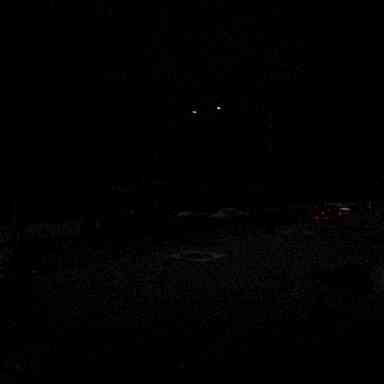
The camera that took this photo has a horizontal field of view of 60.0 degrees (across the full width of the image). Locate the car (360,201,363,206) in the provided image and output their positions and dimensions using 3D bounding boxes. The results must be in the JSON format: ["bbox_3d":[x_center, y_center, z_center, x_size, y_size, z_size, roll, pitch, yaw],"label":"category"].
[{"bbox_3d":[34.163,2.635,70.420,1.947,1.339,4.313,-1,-1,35],"label":"car"}]

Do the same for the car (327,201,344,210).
[{"bbox_3d":[24.695,2.366,57.059,1.752,1.417,4.829,-1,-1,35],"label":"car"}]

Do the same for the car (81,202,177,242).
[{"bbox_3d":[-3.320,1.471,17.530,2.192,1.841,5.009,-1,-1,35],"label":"car"}]

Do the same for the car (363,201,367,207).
[{"bbox_3d":[40.410,2.788,79.236,1.947,1.339,4.313,-1,-1,35],"label":"car"}]

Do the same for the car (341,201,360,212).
[{"bbox_3d":[23.903,2.273,51.192,2.128,1.511,4.902,0,-1,36],"label":"car"}]

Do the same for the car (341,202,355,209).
[{"bbox_3d":[31.040,2.575,66.013,1.802,1.307,4.206,-1,-1,35],"label":"car"}]

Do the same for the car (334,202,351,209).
[{"bbox_3d":[27.916,2.484,61.605,1.947,1.339,4.313,-1,-1,35],"label":"car"}]

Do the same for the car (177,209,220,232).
[{"bbox_3d":[-0.197,1.815,21.933,1.802,1.307,4.206,-1,-1,35],"label":"car"}]

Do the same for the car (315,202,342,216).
[{"bbox_3d":[16.739,2.208,41.079,1.895,1.301,4.718,0,-1,35],"label":"car"}]

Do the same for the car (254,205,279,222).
[{"bbox_3d":[6.051,1.953,30.749,1.947,1.339,4.313,-1,-1,35],"label":"car"}]

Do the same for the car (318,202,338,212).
[{"bbox_3d":[21.669,2.318,52.789,2.008,1.369,4.403,-1,-1,35],"label":"car"}]

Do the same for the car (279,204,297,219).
[{"bbox_3d":[9.174,2.029,35.157,1.947,1.339,4.313,-1,-1,35],"label":"car"}]

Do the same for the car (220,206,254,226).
[{"bbox_3d":[2.829,1.833,26.203,1.752,1.417,4.829,-1,-1,35],"label":"car"}]

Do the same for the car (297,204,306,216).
[{"bbox_3d":[12.298,2.090,39.565,2.008,1.369,4.403,-1,-1,35],"label":"car"}]
